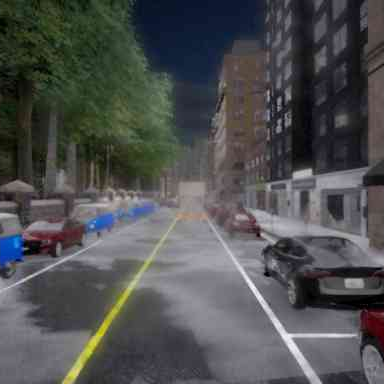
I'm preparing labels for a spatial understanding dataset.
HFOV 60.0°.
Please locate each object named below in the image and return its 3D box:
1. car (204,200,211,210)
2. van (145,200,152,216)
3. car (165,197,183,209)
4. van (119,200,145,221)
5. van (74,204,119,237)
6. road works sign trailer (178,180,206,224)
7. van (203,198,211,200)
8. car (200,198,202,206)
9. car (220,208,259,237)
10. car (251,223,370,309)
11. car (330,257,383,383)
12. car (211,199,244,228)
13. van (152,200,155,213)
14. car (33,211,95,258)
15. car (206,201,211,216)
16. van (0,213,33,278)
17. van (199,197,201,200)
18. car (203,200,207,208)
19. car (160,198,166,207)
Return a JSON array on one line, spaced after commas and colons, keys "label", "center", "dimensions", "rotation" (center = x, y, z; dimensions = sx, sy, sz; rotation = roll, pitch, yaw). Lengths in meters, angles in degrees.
[{"label": "car", "center": [2.855, 2.074, 41.885], "dimensions": [1.802, 1.307, 4.206], "rotation": [0, -1, 0]}, {"label": "van", "center": [-5.672, 1.771, 36.203], "dimensions": [1.690, 1.788, 3.998], "rotation": [0, -1, 0]}, {"label": "car", "center": [-3.048, 2.142, 57.951], "dimensions": [1.882, 1.535, 5.008], "rotation": [0, 0, 0]}, {"label": "van", "center": [-5.671, 1.708, 30.545], "dimensions": [1.690, 1.788, 3.998], "rotation": [0, -1, 0]}, {"label": "van", "center": [-5.672, 1.577, 19.230], "dimensions": [1.690, 1.788, 3.998], "rotation": [0, -1, 0]}, {"label": "road works sign trailer", "center": [-0.001, 0.800, 27.872], "dimensions": [2.380, 3.560, 2.880], "rotation": [0, -1, 0]}, {"label": "van", "center": [2.854, 1.955, 53.208], "dimensions": [1.690, 1.788, 3.998], "rotation": [0, -1, 0]}, {"label": "car", "center": [2.855, 2.218, 58.866], "dimensions": [1.887, 1.381, 4.507], "rotation": [0, -1, 0]}, {"label": "car", "center": [2.854, 1.817, 19.245], "dimensions": [1.802, 1.307, 4.206], "rotation": [0, -1, 0]}, {"label": "car", "center": [2.853, 1.665, 7.924], "dimensions": [1.947, 1.339, 4.313], "rotation": [0, -1, 0]}, {"label": "car", "center": [2.853, 1.574, 2.265], "dimensions": [1.887, 1.381, 4.507], "rotation": [0, -1, 0]}, {"label": "car", "center": [2.853, 1.616, 24.908], "dimensions": [2.192, 1.841, 5.009], "rotation": [0, -1, 0]}, {"label": "van", "center": [-5.671, 1.834, 41.861], "dimensions": [1.690, 1.788, 3.998], "rotation": [0, -1, 0]}, {"label": "car", "center": [-5.671, 1.713, 13.570], "dimensions": [1.887, 1.381, 4.507], "rotation": [0, -1, 0]}, {"label": "car", "center": [2.855, 1.974, 36.226], "dimensions": [1.887, 1.381, 4.507], "rotation": [0, -1, 0]}, {"label": "van", "center": [-5.672, 1.441, 7.916], "dimensions": [1.690, 1.788, 3.998], "rotation": [0, -1, 0]}, {"label": "van", "center": [2.855, 2.130, 70.189], "dimensions": [1.690, 1.788, 3.998], "rotation": [0, -1, 0]}, {"label": "car", "center": [2.855, 2.135, 47.546], "dimensions": [1.802, 1.307, 4.206], "rotation": [0, -1, 0]}, {"label": "car", "center": [-5.670, 2.105, 70.149], "dimensions": [2.192, 1.841, 5.009], "rotation": [0, -1, 0]}]
